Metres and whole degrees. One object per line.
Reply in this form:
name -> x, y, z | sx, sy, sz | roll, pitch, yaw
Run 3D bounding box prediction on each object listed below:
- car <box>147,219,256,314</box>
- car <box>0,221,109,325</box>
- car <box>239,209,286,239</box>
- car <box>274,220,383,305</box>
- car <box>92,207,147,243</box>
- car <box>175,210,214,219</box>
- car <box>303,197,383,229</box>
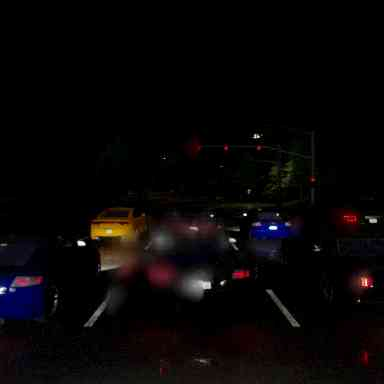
car -> 0.117, 1.564, 7.693 | 1.994, 1.385, 4.181 | 0, 0, -1
car -> -3.396, 1.564, 7.232 | 1.994, 1.385, 4.181 | 0, 0, 0
car -> 3.606, 1.564, 16.801 | 1.994, 1.385, 4.181 | 0, 0, 0
car -> 3.603, 1.601, 8.044 | 1.895, 1.301, 4.718 | 0, 0, 0
car -> -3.395, 1.478, 16.163 | 1.882, 1.535, 5.008 | 0, 0, 0
car -> 0.106, 1.564, 16.096 | 1.994, 1.385, 4.181 | 0, 0, 0
car -> 7.106, 1.222, 15.726 | 2.150, 2.045, 5.566 | 0, 0, 0
